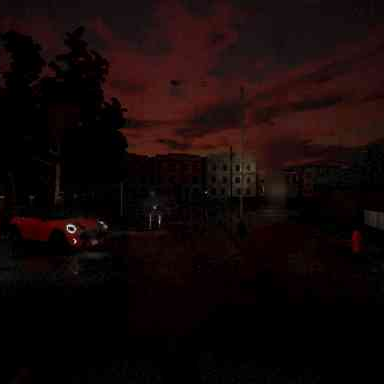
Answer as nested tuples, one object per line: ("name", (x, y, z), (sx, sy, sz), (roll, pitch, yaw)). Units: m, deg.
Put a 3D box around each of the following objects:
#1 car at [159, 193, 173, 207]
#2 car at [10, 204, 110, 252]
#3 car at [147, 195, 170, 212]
("car", (-4.118, 1.221, 50.054), (2.150, 2.045, 5.566), (0, 0, 1))
("car", (-5.601, 1.351, 14.021), (4.553, 1.767, 2.097), (0, 1, 33))
("car", (-4.139, 1.491, 39.465), (2.128, 1.511, 4.902), (0, 0, 0))
